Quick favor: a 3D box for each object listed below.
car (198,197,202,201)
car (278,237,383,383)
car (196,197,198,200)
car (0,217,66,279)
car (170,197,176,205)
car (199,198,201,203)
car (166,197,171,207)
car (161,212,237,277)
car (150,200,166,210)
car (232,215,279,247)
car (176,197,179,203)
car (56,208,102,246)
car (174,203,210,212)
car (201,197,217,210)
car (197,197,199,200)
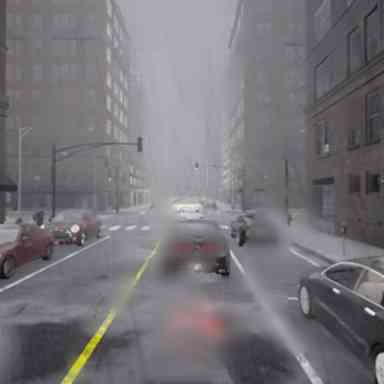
[{"bbox_3d":[2.971,2.179,74.461,1.967,1.590,4.097,0,-1,0],"label":"car"},{"bbox_3d":[2.858,1.593,4.735,2.008,1.369,4.403,0,-1,0],"label":"car"},{"bbox_3d":[3.009,2.254,90.689,2.192,1.841,5.009,0,-1,0],"label":"car"},{"bbox_3d":[-5.664,1.673,10.241,1.802,1.307,4.206,0,-1,0],"label":"car"},{"bbox_3d":[-5.541,2.327,79.715,1.752,1.417,4.829,0,-1,0],"label":"car"},{"bbox_3d":[2.946,2.167,63.643,2.008,1.369,4.403,0,-1,0],"label":"car"},{"bbox_3d":[-5.578,2.167,63.660,2.008,1.369,4.403,0,-1,0],"label":"car"},{"bbox_3d":[0.106,1.599,10.503,1.837,1.490,4.892,0,0,0],"label":"car"},{"bbox_3d":[-5.605,2.083,52.844,1.802,1.307,4.206,0,-1,0],"label":"car"},{"bbox_3d":[2.865,1.706,15.737,1.947,1.339,4.313,0,-1,0],"label":"car"},{"bbox_3d":[-5.515,2.255,90.704,2.192,1.841,5.009,0,-1,0],"label":"car"},{"bbox_3d":[-5.661,1.580,15.744,1.967,1.590,4.097,0,-1,0],"label":"car"},{"bbox_3d":[-0.207,1.723,22.104,1.812,1.442,4.674,0,0,-6],"label":"car"},{"bbox_3d":[2.920,1.941,52.827,1.967,1.590,4.097,0,-1,0],"label":"car"},{"bbox_3d":[2.997,2.311,85.278,1.967,1.590,4.097,0,-1,0],"label":"car"}]
